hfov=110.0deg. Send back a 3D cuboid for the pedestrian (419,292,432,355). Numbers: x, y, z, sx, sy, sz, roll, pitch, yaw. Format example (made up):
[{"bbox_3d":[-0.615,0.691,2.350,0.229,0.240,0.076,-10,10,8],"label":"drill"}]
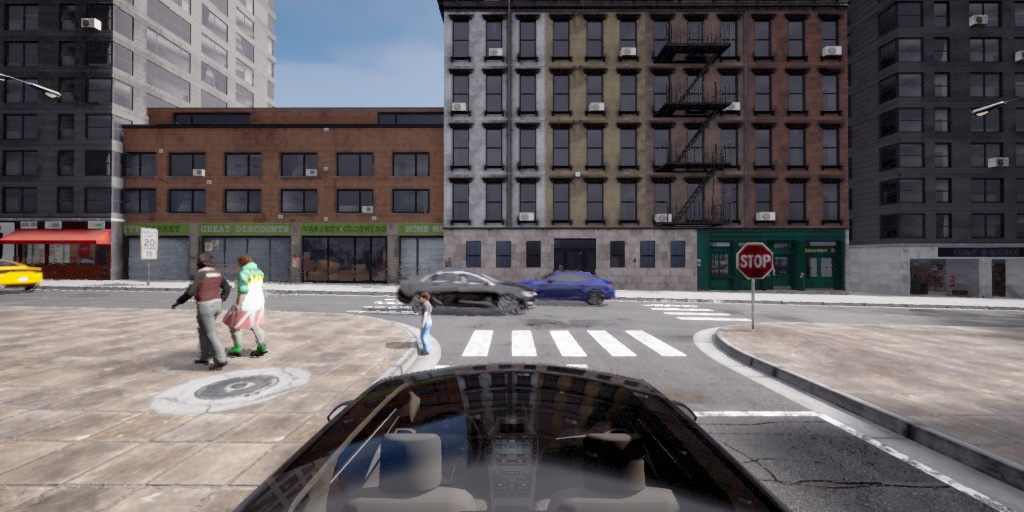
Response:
[{"bbox_3d":[-1.748,1.326,7.324,0.375,1.300,0.375,0,0,0],"label":"pedestrian"}]

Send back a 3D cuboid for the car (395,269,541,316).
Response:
[{"bbox_3d":[-1.605,1.227,12.781,4.902,1.511,2.128,1,0,0],"label":"car"}]

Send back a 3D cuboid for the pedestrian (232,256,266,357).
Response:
[{"bbox_3d":[-4.848,0.870,6.523,0.375,1.860,0.375,0,0,0],"label":"pedestrian"}]

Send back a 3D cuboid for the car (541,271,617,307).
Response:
[{"bbox_3d":[2.168,1.362,15.720,4.674,1.442,1.812,1,0,0],"label":"car"}]

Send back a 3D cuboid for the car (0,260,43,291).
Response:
[{"bbox_3d":[-24.009,0.828,15.802,5.008,1.535,1.882,1,0,0],"label":"car"}]

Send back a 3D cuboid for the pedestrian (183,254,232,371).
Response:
[{"bbox_3d":[-4.927,0.869,5.806,0.375,1.860,0.375,0,0,0],"label":"pedestrian"}]
